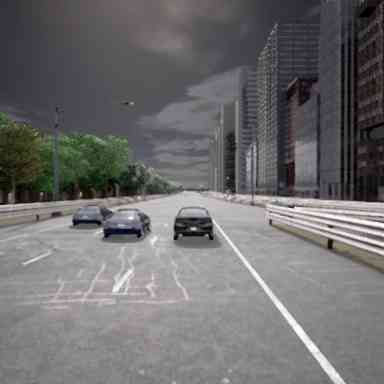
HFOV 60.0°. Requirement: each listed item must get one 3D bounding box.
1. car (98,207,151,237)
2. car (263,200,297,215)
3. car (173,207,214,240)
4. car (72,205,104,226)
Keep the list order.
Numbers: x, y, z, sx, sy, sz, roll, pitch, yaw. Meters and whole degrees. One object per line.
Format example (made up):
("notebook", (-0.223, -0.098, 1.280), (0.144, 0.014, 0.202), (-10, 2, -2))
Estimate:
("car", (-3.430, 1.592, 18.130), (1.994, 1.385, 4.181), (0, 0, 0))
("car", (9.004, 1.595, 34.180), (2.163, 1.488, 4.792), (0, 0, -12))
("car", (0.071, 1.505, 17.305), (1.882, 1.535, 5.008), (0, 0, 0))
("car", (-6.937, 1.602, 23.629), (1.994, 1.385, 4.181), (0, 0, 0))
